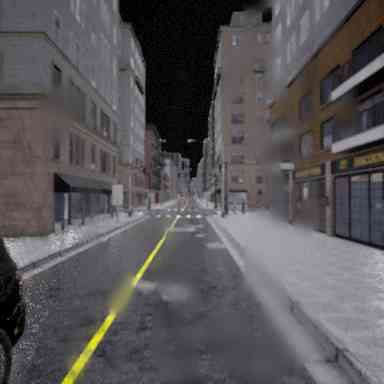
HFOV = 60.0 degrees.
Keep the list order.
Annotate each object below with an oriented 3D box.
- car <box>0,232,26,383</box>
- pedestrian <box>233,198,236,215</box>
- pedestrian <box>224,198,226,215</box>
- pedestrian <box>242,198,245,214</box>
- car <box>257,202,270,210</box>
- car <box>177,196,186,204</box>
[{"bbox_3d":[-3.103,1.247,1.828,2.150,2.045,5.566,0,-1,0],"label":"car"},{"bbox_3d":[4.629,1.561,35.873,0.375,1.860,0.375,0,-1,0],"label":"pedestrian"},{"bbox_3d":[3.629,1.592,37.073,0.375,1.860,0.375,0,-1,0],"label":"pedestrian"},{"bbox_3d":[5.629,1.523,36.474,0.375,1.860,0.375,0,-1,0],"label":"pedestrian"},{"bbox_3d":[12.129,2.055,50.341,4.507,1.381,1.887,-1,0,0],"label":"car"},{"bbox_3d":[-3.016,2.290,94.950,2.150,2.045,5.566,0,-1,0],"label":"car"}]
